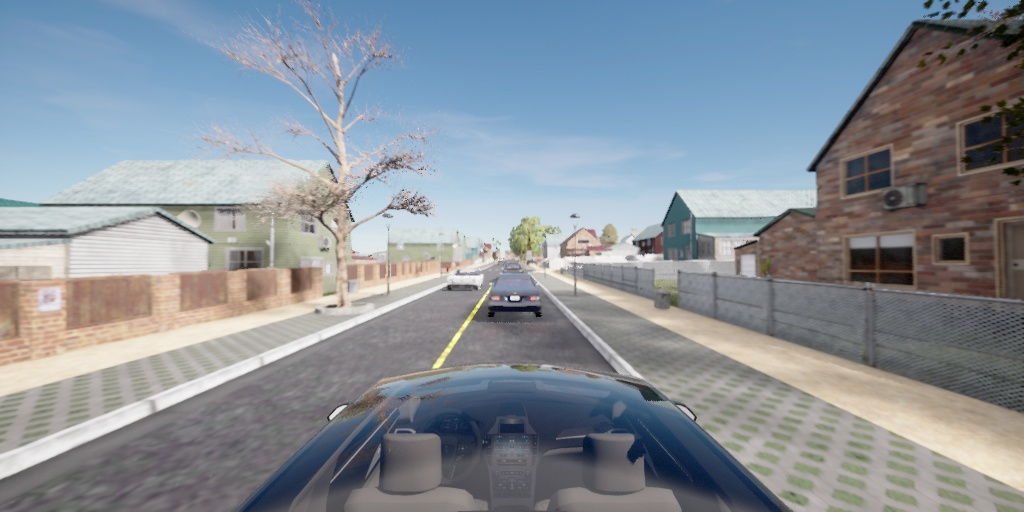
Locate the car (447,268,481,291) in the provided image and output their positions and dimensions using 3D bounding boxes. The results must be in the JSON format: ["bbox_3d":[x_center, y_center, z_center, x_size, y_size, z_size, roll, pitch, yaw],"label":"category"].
[{"bbox_3d":[-2.848,1.432,22.570,1.895,1.301,4.718,0,0,0],"label":"car"}]

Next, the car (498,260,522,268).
[{"bbox_3d":[0.090,1.347,29.611,2.128,1.511,4.902,0,0,0],"label":"car"}]

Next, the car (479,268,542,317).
[{"bbox_3d":[0.094,1.343,13.461,2.033,1.411,5.357,0,0,0],"label":"car"}]
